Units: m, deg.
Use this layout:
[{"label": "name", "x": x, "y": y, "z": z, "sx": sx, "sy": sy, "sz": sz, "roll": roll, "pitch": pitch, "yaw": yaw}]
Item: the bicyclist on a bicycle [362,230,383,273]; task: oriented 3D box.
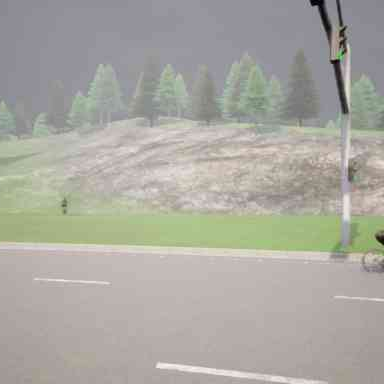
[{"label": "bicyclist on a bicycle", "x": 5.519, "y": 1.455, "z": 8.992, "sx": 1.656, "sy": 1.620, "sz": 0.582, "roll": 2, "pitch": 1, "yaw": 15}]

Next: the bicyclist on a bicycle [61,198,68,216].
[{"label": "bicyclist on a bicycle", "x": -11.320, "y": 1.316, "z": 29.491, "sx": 0.582, "sy": 1.620, "sz": 1.656, "roll": 0, "pitch": -2, "yaw": -7}]
